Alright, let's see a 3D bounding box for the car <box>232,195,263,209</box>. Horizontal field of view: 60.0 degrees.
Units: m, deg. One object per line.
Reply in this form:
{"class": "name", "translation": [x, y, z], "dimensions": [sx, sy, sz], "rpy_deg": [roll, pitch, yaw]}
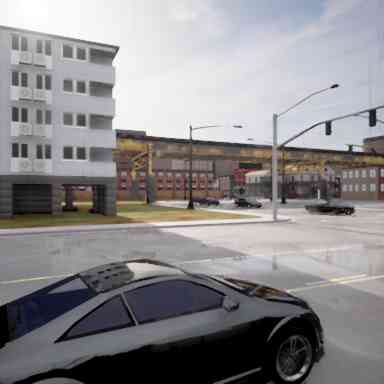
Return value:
{"class": "car", "translation": [7.497, 1.493, 44.756], "dimensions": [1.837, 1.490, 4.892], "rpy_deg": [0, 0, -25]}

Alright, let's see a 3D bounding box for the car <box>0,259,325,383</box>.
{"class": "car", "translation": [-0.379, 1.563, 4.054], "dimensions": [4.181, 1.385, 1.994], "rpy_deg": [0, 0, -30]}

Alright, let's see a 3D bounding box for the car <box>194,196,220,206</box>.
{"class": "car", "translation": [2.713, 1.534, 55.220], "dimensions": [2.033, 1.411, 5.357], "rpy_deg": [0, 0, -21]}

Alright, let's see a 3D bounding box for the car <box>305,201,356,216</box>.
{"class": "car", "translation": [13.400, 1.588, 32.427], "dimensions": [1.895, 1.301, 4.718], "rpy_deg": [0, 0, -26]}

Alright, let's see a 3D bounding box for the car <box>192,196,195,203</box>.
{"class": "car", "translation": [0.732, 1.532, 65.763], "dimensions": [2.033, 1.411, 5.357], "rpy_deg": [0, 0, 3]}
